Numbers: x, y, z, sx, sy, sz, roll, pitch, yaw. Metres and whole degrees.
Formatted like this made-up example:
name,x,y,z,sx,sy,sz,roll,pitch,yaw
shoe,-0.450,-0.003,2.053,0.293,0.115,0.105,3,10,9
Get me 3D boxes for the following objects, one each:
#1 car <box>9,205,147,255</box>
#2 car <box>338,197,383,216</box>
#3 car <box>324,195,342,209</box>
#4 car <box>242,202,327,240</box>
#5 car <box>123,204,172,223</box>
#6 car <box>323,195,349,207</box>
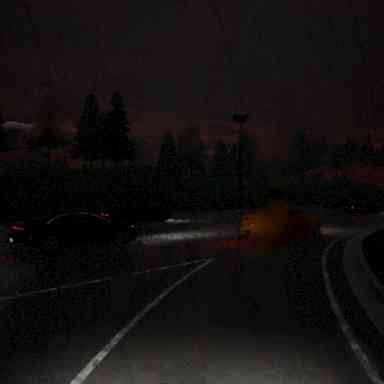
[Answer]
name,x,y,z,sx,sy,sz,roll,pitch,yaw
car,-4.571,1.478,13.354,4.902,1.511,2.128,0,0,-42
car,16.769,1.514,32.524,5.357,1.411,2.033,0,0,-42
car,19.092,1.482,44.021,4.674,1.442,1.812,0,0,-42
car,4.649,1.461,16.931,5.008,1.535,1.882,0,0,-42
car,-3.974,1.525,23.300,5.357,1.411,2.033,0,0,-42
car,22.439,1.300,51.730,4.553,1.767,2.097,0,0,-42
